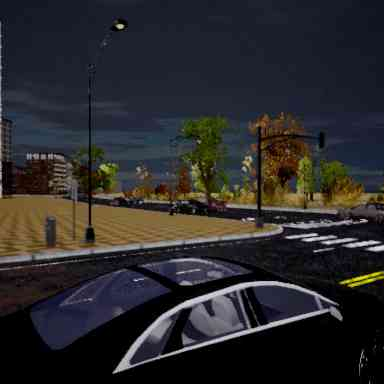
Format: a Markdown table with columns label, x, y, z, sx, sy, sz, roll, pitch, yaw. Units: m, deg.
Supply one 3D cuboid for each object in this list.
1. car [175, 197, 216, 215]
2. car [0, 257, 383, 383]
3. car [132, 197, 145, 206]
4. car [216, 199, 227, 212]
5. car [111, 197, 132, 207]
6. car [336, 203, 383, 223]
| label | x | y | z | sx | sy | sz | roll | pitch | yaw |
| --- | --- | --- | --- | --- | --- | --- | --- | --- | --- |
| car | 0.055 | 1.553 | 35.382 | 1.882 | 1.535 | 5.008 | 0 | 0 | -32 |
| car | 0.293 | 1.491 | 3.579 | 4.902 | 1.511 | 2.128 | 0 | 0 | -35 |
| car | -9.866 | 1.606 | 58.410 | 2.128 | 1.511 | 4.902 | 0 | 0 | -30 |
| car | 2.068 | 1.420 | 38.313 | 2.097 | 1.767 | 4.553 | 0 | 0 | -32 |
| car | -12.170 | 1.630 | 55.888 | 1.837 | 1.490 | 4.892 | 0 | 0 | -30 |
| car | 13.797 | 1.553 | 25.573 | 2.033 | 1.411 | 5.357 | 0 | 0 | -24 |
